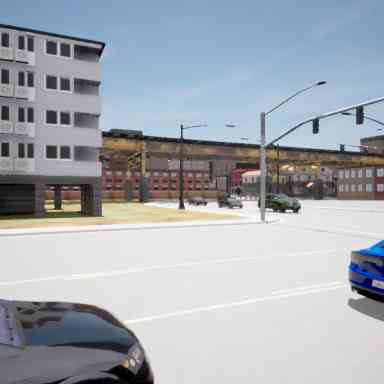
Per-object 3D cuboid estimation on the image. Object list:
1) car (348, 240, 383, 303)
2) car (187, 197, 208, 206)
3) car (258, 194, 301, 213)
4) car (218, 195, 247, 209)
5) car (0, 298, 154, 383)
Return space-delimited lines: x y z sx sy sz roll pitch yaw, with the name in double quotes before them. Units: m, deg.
"car" 5.550 1.479 6.903 5.008 1.535 1.882 0 0 -25
"car" 0.845 1.552 55.880 2.033 1.411 5.357 0 0 -20
"car" 9.641 1.226 37.272 2.150 2.045 5.566 0 0 -26
"car" 5.266 1.530 46.429 1.812 1.442 4.674 0 0 -25
"car" -2.428 1.564 2.750 4.181 1.385 1.994 0 0 -32
